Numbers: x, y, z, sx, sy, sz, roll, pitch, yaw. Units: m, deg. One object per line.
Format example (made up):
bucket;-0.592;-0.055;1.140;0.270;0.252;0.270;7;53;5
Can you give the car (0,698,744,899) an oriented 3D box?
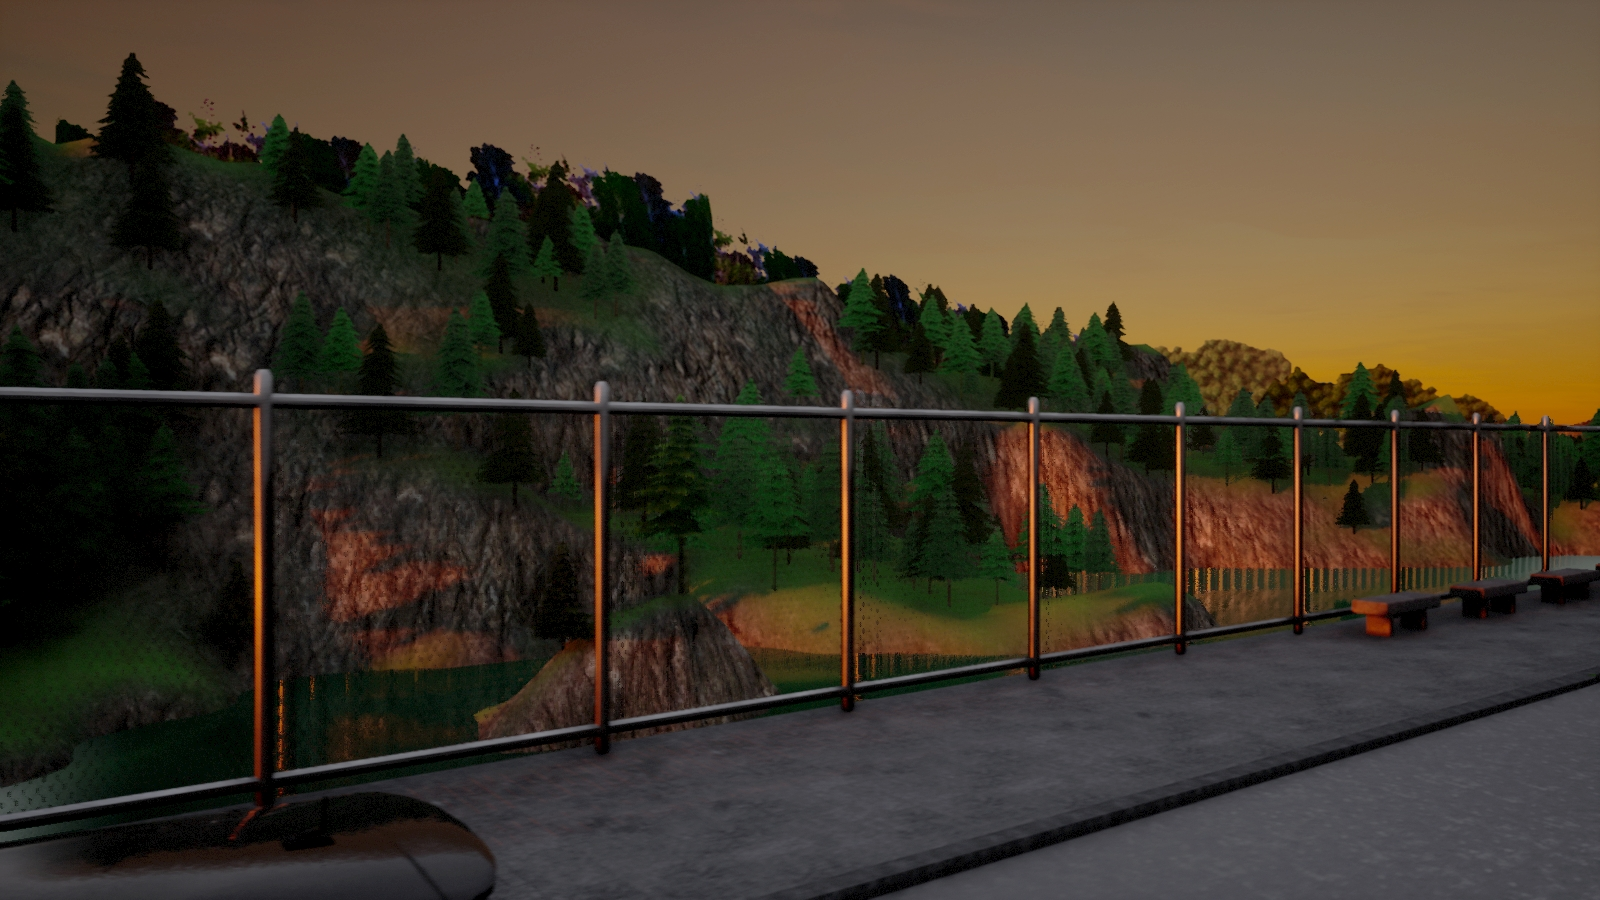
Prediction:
car;-2.605;1.905;2.504;4.553;1.767;2.097;0;0;-36
